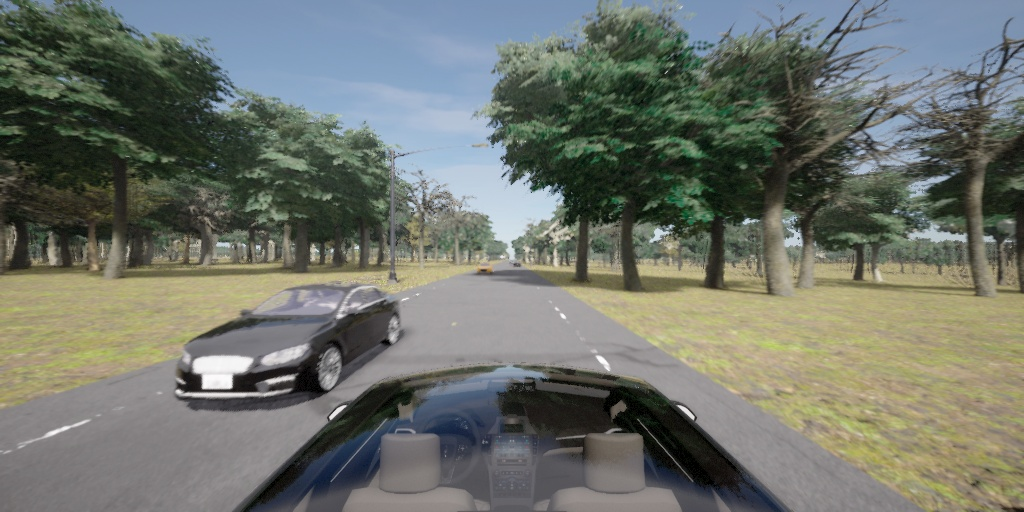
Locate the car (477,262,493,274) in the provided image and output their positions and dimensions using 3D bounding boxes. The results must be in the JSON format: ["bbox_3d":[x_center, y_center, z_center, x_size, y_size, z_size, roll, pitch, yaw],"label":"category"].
[{"bbox_3d":[-3.551,1.599,47.864,1.882,1.535,5.008,0,0,0],"label":"car"}]

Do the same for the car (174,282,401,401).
[{"bbox_3d":[-3.600,1.286,6.831,2.128,1.511,4.902,0,0,0],"label":"car"}]
